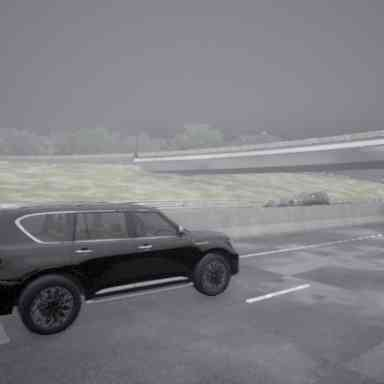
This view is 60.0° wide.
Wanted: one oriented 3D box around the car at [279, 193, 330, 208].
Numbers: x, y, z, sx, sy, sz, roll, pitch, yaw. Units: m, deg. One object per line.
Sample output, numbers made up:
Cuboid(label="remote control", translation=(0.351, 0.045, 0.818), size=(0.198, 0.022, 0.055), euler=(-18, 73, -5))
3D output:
Cuboid(label="car", translation=(11.778, 0.956, 33.757), size=(5.566, 2.045, 2.150), euler=(0, 0, -35))

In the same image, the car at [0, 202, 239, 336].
Cuboid(label="car", translation=(-1.547, 1.223, 6.941), size=(5.566, 2.045, 2.150), euler=(0, 0, -35))

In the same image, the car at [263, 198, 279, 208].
Cuboid(label="car", translation=(9.769, 1.372, 36.624), size=(4.181, 1.385, 1.994), euler=(0, 0, -35))
